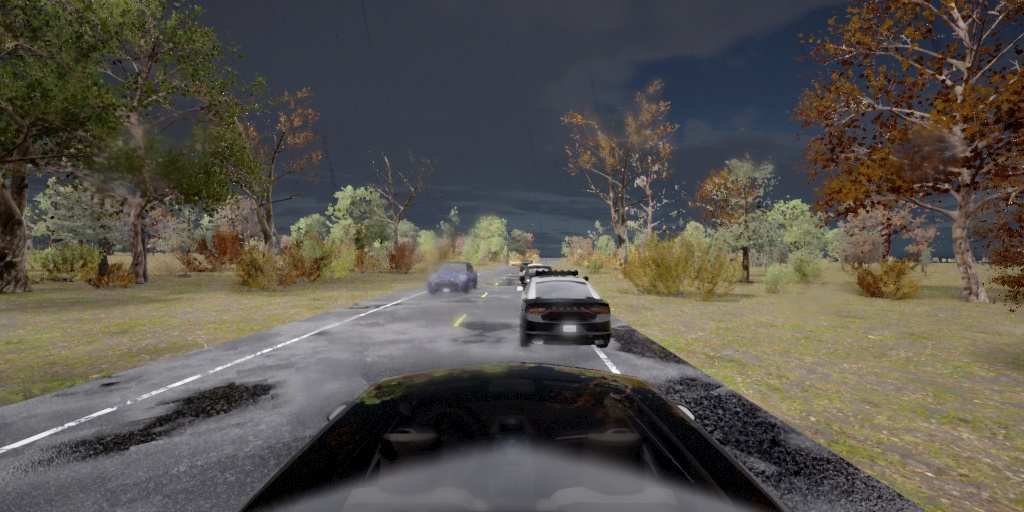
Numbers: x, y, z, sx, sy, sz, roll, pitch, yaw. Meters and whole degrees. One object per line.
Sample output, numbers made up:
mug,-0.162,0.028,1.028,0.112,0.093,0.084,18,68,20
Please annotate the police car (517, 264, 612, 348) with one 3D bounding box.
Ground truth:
police car,1.152,1.177,9.404,1.930,1.638,5.238,0,0,1

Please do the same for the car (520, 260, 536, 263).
car,1.686,1.219,25.404,1.801,1.575,5.366,0,0,3

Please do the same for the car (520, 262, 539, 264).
car,1.431,1.263,19.246,1.837,1.490,4.892,0,0,2

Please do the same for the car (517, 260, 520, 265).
car,2.109,1.332,47.897,1.837,1.490,4.892,0,0,6

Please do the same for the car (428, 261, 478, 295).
car,-3.165,1.110,19.977,2.097,1.767,4.553,0,0,2
